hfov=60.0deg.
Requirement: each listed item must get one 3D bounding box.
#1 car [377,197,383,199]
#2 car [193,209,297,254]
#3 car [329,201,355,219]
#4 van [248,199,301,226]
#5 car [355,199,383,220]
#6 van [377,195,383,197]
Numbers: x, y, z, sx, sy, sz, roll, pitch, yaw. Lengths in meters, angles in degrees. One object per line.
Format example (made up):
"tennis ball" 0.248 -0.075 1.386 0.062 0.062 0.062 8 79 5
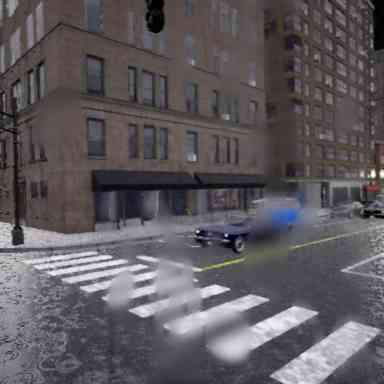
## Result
"car" 17.092 1.454 31.849 4.313 1.339 1.947 0 -1 -44
"car" 2.252 1.619 13.936 4.718 1.301 1.895 0 0 -44
"car" 13.083 1.473 27.979 4.403 1.369 2.008 0 -1 -44
"van" 5.061 1.330 20.240 3.998 1.788 1.690 0 -1 -44
"car" 14.882 1.514 26.126 4.718 1.301 1.895 0 0 -44
"van" 21.097 1.195 35.722 3.998 1.788 1.690 0 -1 -44
